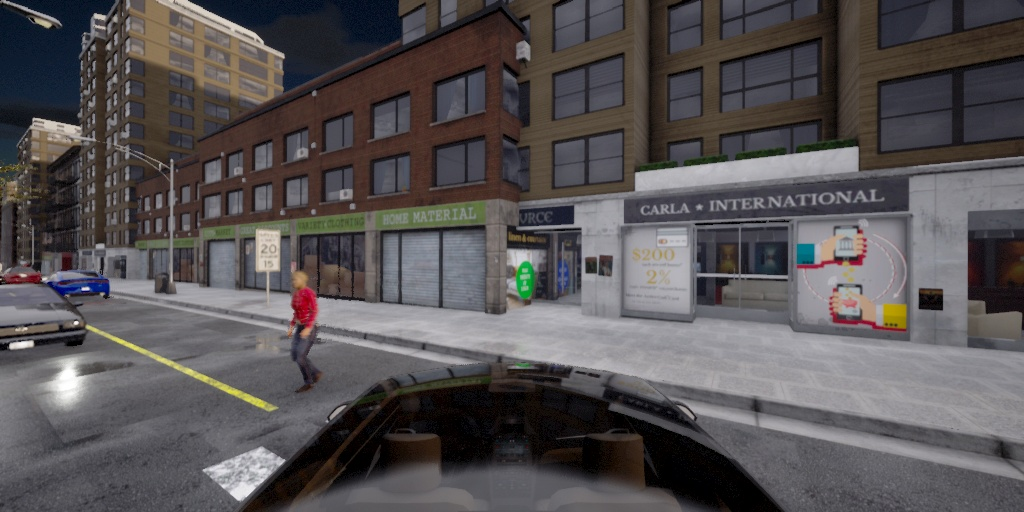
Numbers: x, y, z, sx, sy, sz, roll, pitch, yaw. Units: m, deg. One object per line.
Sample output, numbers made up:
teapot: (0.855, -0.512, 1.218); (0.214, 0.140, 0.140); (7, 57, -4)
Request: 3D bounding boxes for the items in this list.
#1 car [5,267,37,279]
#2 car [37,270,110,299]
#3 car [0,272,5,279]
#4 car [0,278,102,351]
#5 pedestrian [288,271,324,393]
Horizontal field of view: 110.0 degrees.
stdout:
car: (-44.183, 1.772, 32.258); (4.553, 1.767, 2.097); (-1, -1, 32)
car: (-23.256, 1.520, 19.104); (5.008, 1.535, 1.882); (-1, -1, 32)
car: (-30.775, 1.635, 20.384); (4.892, 1.490, 1.837); (-2, -1, 32)
car: (-11.955, 1.400, 8.519); (5.357, 1.411, 2.033); (-1, -1, 32)
pedestrian: (-3.101, 1.072, 5.337); (0.375, 1.860, 0.375); (0, 1, 32)
